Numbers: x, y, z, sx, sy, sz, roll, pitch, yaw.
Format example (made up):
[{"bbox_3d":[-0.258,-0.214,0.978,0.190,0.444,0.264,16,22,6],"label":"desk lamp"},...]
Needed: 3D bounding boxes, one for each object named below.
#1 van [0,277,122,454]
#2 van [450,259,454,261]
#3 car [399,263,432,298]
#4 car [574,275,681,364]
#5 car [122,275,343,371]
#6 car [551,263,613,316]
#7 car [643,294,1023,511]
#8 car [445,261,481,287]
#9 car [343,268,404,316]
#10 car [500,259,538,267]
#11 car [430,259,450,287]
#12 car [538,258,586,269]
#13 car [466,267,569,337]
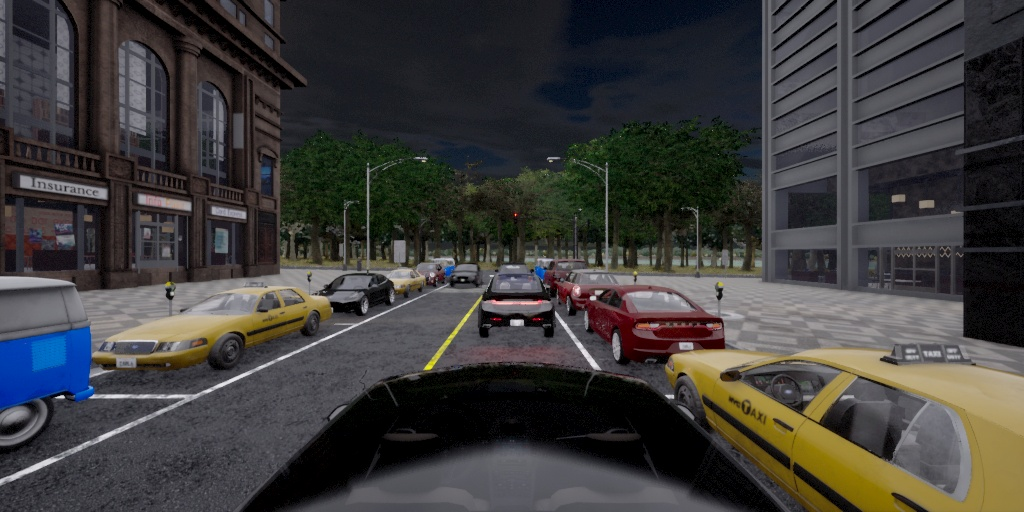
[{"bbox_3d":[-5.762,1.091,2.496,1.690,1.789,3.998,0,0,0],"label":"van"},{"bbox_3d":[-5.720,1.095,29.684,1.690,1.789,3.998,0,0,0],"label":"van"},{"bbox_3d":[-5.737,1.277,18.639,1.751,1.417,4.829,0,0,0],"label":"car"},{"bbox_3d":[2.771,1.295,7.921,1.888,1.381,4.507,0,0,0],"label":"car"},{"bbox_3d":[-5.754,1.275,7.764,1.751,1.417,4.829,0,0,0],"label":"car"},{"bbox_3d":[2.780,1.190,13.358,1.967,1.591,4.097,0,0,0],"label":"car"},{"bbox_3d":[2.763,1.275,2.653,1.751,1.417,4.829,0,0,0],"label":"car"},{"bbox_3d":[-2.994,1.260,24.359,1.837,1.490,4.892,0,-1,1],"label":"car"},{"bbox_3d":[-5.745,1.316,13.371,1.948,1.339,4.313,0,0,0],"label":"car"},{"bbox_3d":[0.128,1.103,19.200,2.097,1.767,4.553,0,0,1],"label":"car"},{"bbox_3d":[-5.728,1.192,24.246,1.967,1.591,4.097,0,0,0],"label":"car"},{"bbox_3d":[2.788,1.066,18.795,2.192,1.841,5.009,0,0,0],"label":"car"},{"bbox_3d":[0.113,1.242,10.235,2.128,1.511,4.902,0,0,0],"label":"car"}]
